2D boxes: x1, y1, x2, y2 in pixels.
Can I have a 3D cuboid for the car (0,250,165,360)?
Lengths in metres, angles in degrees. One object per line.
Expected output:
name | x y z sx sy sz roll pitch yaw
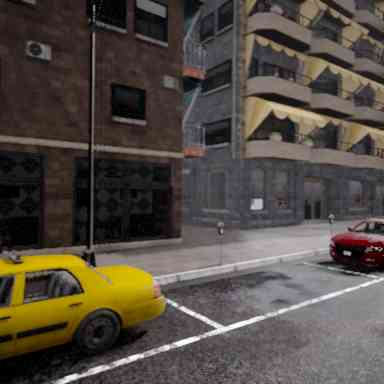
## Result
car | -2.723 1.545 4.596 4.829 1.417 1.752 0 1 -36

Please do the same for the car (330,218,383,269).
car | 6.451 1.581 11.205 4.507 1.381 1.887 0 1 -36
